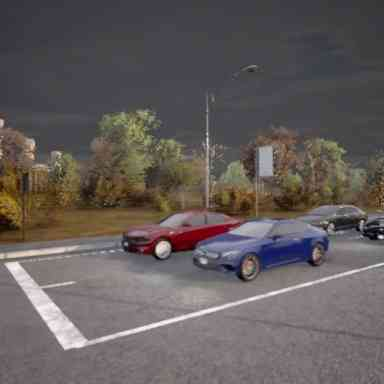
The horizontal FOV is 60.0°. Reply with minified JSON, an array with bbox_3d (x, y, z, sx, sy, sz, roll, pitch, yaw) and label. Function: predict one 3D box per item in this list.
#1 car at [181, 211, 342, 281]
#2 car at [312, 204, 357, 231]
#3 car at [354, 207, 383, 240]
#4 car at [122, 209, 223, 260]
[{"bbox_3d":[2.196,1.492,9.844,4.674,1.442,1.812,0,0,-35],"label":"car"},{"bbox_3d":[7.547,1.430,17.903,4.892,1.490,1.837,0,0,-35],"label":"car"},{"bbox_3d":[10.032,1.470,15.374,5.357,1.411,2.033,0,0,-35],"label":"car"},{"bbox_3d":[-0.144,1.446,12.468,5.008,1.535,1.882,0,0,-36],"label":"car"}]
